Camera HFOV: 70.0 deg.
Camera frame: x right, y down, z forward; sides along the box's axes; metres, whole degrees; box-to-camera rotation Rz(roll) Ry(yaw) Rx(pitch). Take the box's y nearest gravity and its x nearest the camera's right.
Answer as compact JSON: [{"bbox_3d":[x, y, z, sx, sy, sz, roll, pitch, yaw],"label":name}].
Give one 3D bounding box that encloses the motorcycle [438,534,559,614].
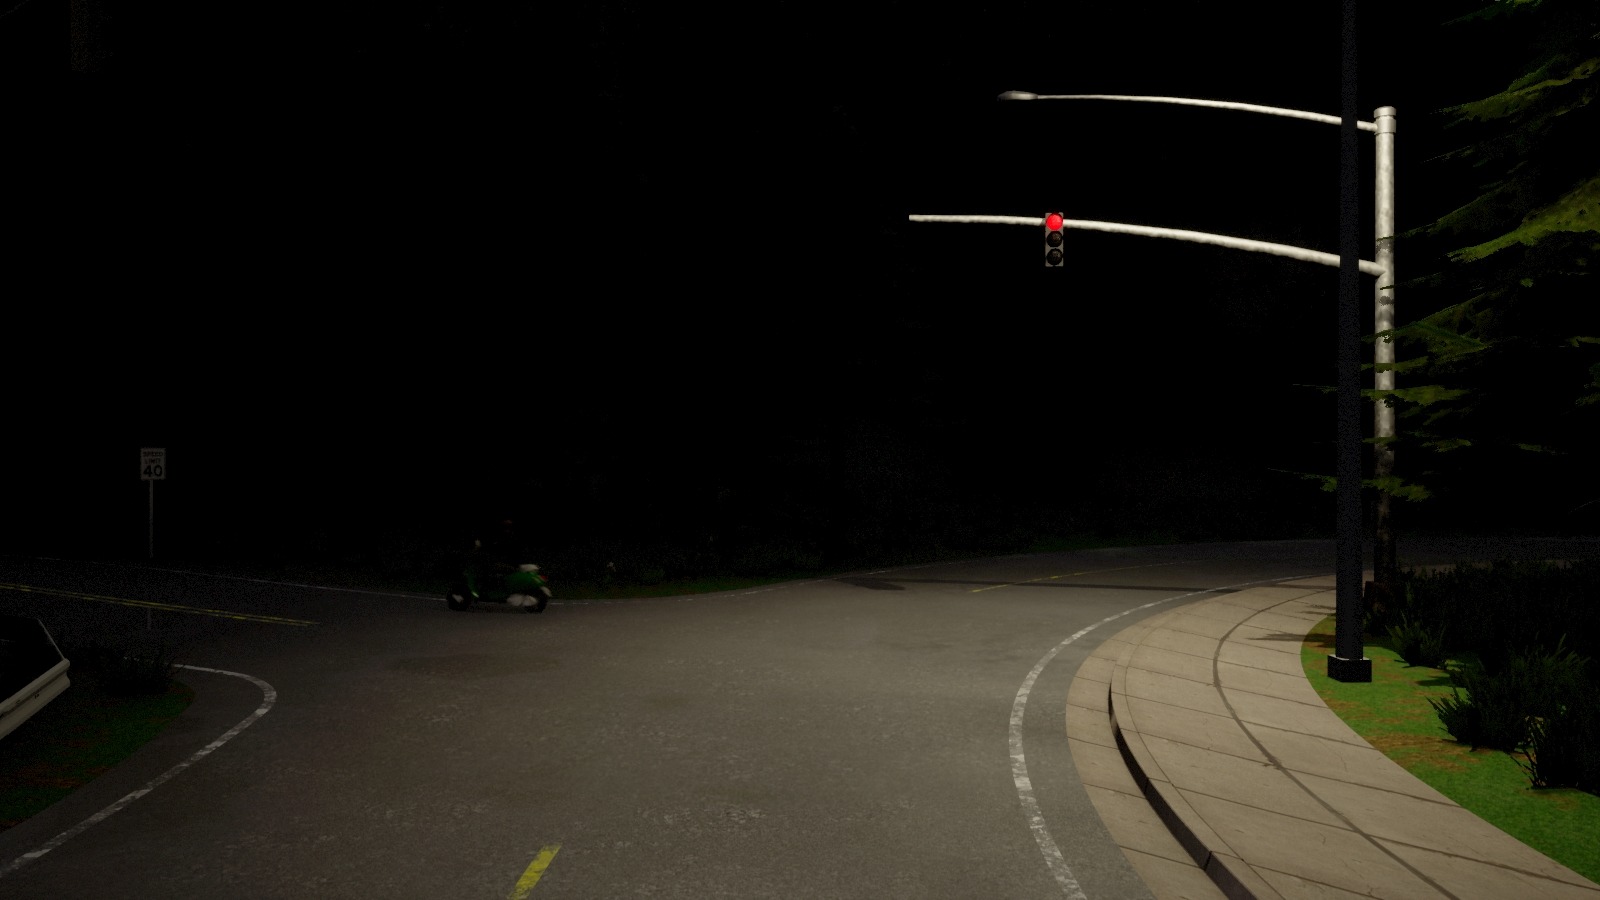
[{"bbox_3d":[-5.184,2.125,19.710,1.805,1.316,0.856,1,-4,3],"label":"motorcycle"}]
